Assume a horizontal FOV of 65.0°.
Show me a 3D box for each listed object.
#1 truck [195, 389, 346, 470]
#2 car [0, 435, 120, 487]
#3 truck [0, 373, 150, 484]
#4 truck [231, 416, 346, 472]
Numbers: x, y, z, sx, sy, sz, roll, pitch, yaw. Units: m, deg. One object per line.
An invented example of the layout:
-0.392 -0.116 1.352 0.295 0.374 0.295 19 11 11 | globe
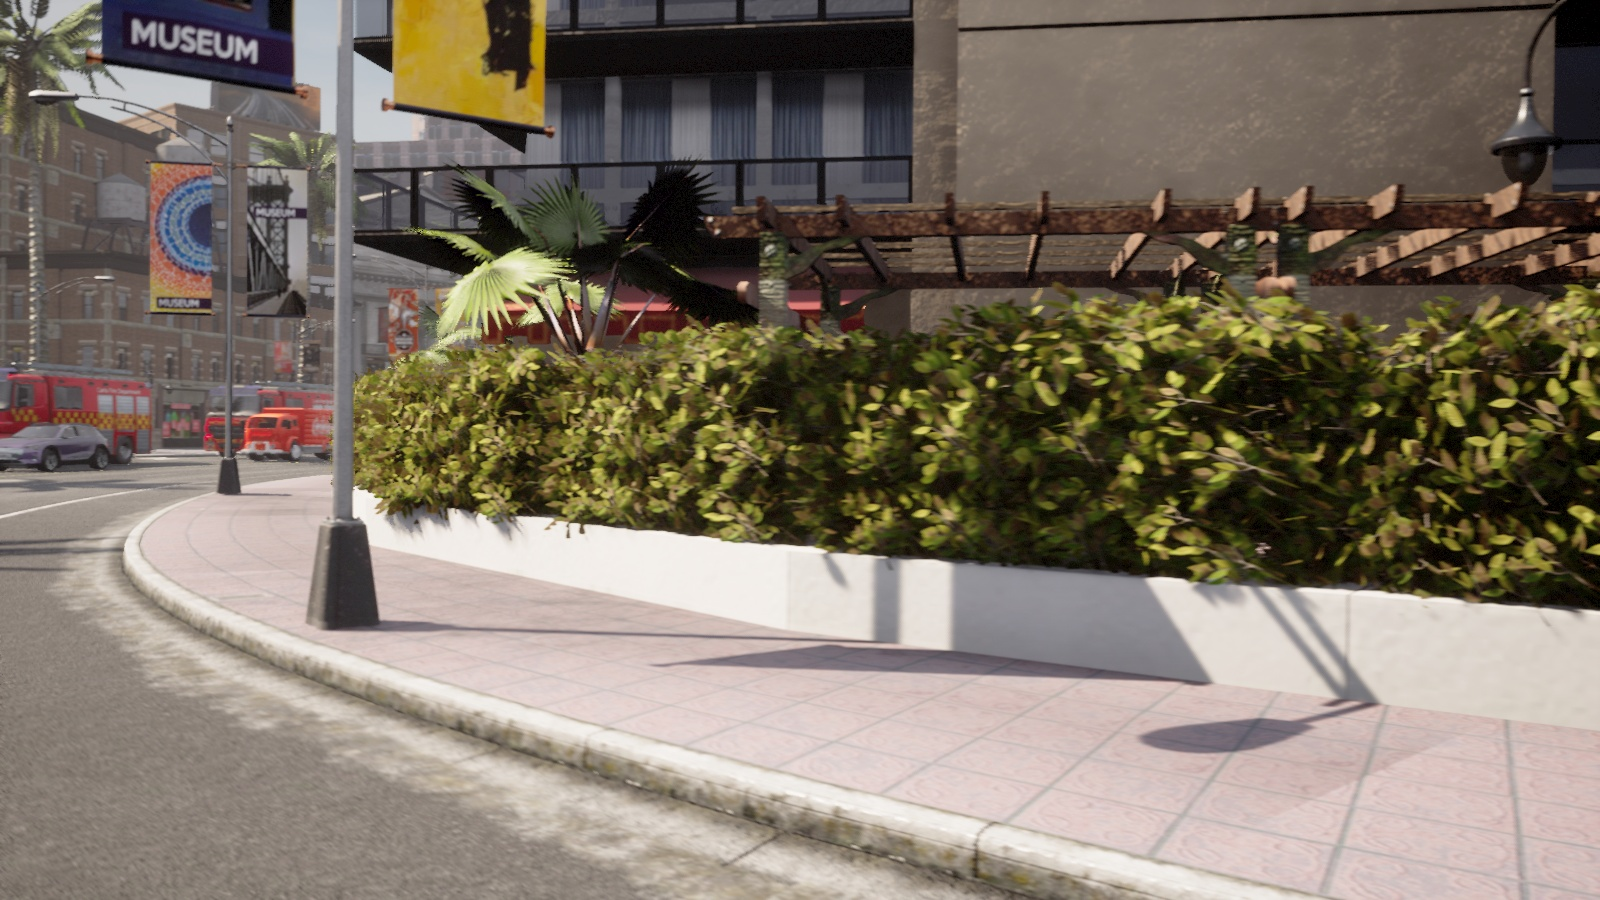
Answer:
-26.489 -1.015 63.390 2.891 3.827 8.468 0 1 9 | truck
-25.383 0.336 42.461 2.033 1.649 4.856 -1 1 1 | car
-28.688 -0.797 47.678 2.891 3.827 8.468 0 1 6 | truck
-23.730 -0.299 58.535 2.627 2.467 5.204 0 1 9 | truck
